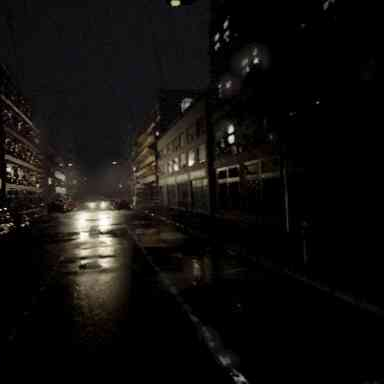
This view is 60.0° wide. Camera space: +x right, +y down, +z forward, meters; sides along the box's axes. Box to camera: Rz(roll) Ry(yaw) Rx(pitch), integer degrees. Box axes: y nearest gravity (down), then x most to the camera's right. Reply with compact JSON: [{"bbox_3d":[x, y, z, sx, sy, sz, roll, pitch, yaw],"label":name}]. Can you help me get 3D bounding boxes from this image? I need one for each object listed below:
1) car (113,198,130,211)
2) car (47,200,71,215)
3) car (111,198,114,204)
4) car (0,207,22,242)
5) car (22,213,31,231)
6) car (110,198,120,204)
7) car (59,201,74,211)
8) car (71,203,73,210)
[{"bbox_3d":[-9.412,1.788,45.605,1.752,1.417,4.829,-2,0,-15],"label":"car"},{"bbox_3d":[-17.464,1.938,43.273,2.192,1.841,5.009,-2,0,-15],"label":"car"},{"bbox_3d":[-12.287,1.897,56.329,1.887,1.381,4.507,-2,0,-15],"label":"car"},{"bbox_3d":[-10.165,1.708,16.054,2.192,1.841,5.009,-2,0,-15],"label":"car"},{"bbox_3d":[-11.615,2.021,21.498,1.802,1.307,4.206,-2,0,-15],"label":"car"},{"bbox_3d":[-18.125,2.084,78.103,2.008,1.369,4.403,-2,0,-15],"label":"car"},{"bbox_3d":[-20.374,2.258,54.162,1.887,1.381,4.507,-2,0,-15],"label":"car"},{"bbox_3d":[-18.919,2.108,48.716,1.967,1.590,4.097,-2,0,-15],"label":"car"}]
